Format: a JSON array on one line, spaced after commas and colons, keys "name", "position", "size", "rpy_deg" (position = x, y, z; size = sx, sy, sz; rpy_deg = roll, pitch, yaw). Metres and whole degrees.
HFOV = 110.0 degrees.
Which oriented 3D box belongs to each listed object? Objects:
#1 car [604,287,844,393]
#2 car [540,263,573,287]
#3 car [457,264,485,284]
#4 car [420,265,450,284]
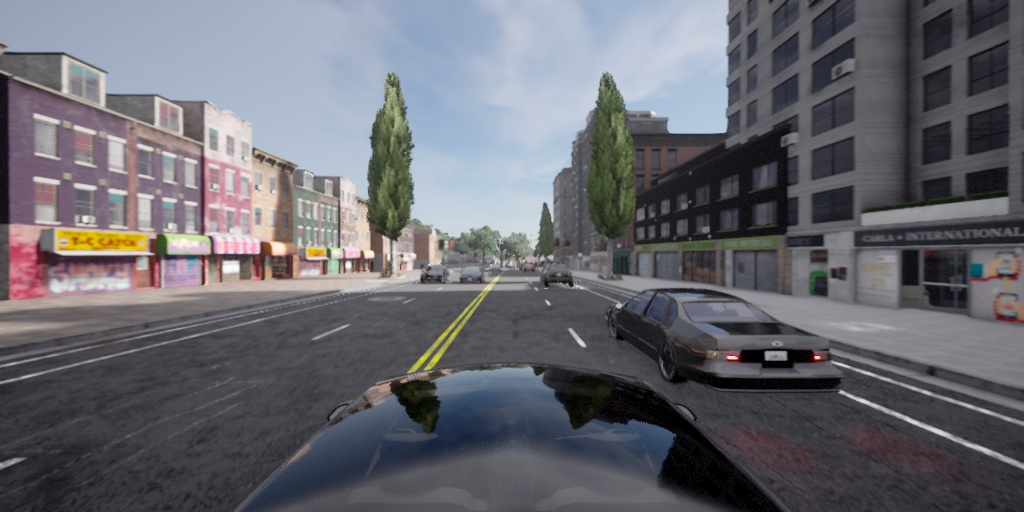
[{"name": "car", "position": [3.348, 1.330, 7.063], "size": [2.033, 1.411, 5.357], "rpy_deg": [0, 0, 0]}, {"name": "car", "position": [3.347, 1.360, 27.602], "size": [2.097, 1.767, 4.553], "rpy_deg": [0, -1, 0]}, {"name": "car", "position": [-3.345, 1.575, 30.768], "size": [1.812, 1.442, 4.674], "rpy_deg": [0, -1, 0]}, {"name": "car", "position": [-6.595, 1.558, 31.056], "size": [1.837, 1.490, 4.892], "rpy_deg": [0, -1, 0]}]
